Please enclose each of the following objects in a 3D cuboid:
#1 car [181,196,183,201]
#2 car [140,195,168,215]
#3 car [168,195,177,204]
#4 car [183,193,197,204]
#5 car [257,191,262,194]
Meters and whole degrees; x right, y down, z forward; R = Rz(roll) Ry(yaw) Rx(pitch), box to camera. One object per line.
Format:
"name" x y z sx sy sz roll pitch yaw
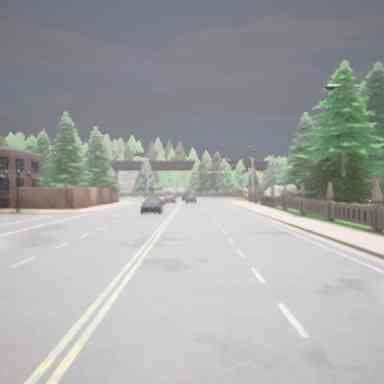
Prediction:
"car" -0.718 0.944 66.709 2.097 1.767 4.553 0 0 -15
"car" -3.656 1.285 31.266 1.882 1.535 5.008 0 0 0
"car" -3.624 1.185 55.351 1.812 1.442 4.674 0 0 0
"car" -0.111 1.200 56.382 2.033 1.411 5.357 0 0 0
"car" 15.273 0.800 68.546 5.566 2.045 2.150 0 0 0
